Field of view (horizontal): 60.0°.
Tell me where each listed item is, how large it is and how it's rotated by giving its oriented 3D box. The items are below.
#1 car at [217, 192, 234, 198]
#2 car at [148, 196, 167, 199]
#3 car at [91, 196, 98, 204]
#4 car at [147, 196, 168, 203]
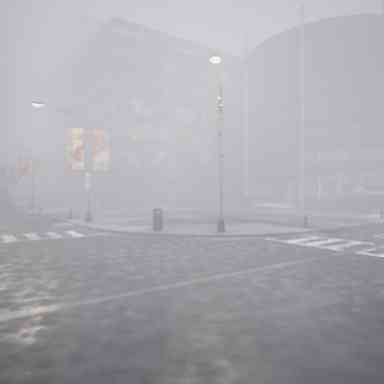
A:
[{"bbox_3d":[7.659,0.992,77.253,2.435,2.045,5.566,0,0,-36],"label":"car"},{"bbox_3d":[-6.026,1.303,51.821,2.002,1.452,4.674,0,0,-36],"label":"car"},{"bbox_3d":[-16.504,1.399,59.301,2.161,1.482,4.786,0,0,-36],"label":"car"},{"bbox_3d":[-6.854,1.440,65.753,1.895,1.301,4.718,0,0,-36],"label":"car"}]
